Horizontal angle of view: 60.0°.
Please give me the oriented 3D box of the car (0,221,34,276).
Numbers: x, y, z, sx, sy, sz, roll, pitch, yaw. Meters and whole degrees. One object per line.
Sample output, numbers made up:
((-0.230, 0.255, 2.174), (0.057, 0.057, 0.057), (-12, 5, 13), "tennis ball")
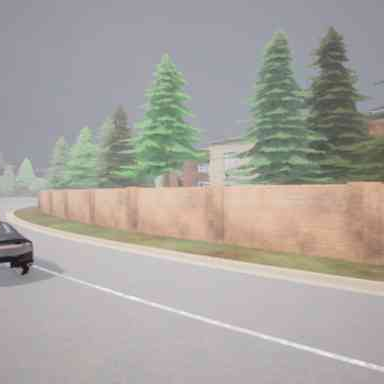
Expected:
((-6.230, 1.537, 9.484), (4.902, 1.511, 2.128), (0, 0, 43), "car")
